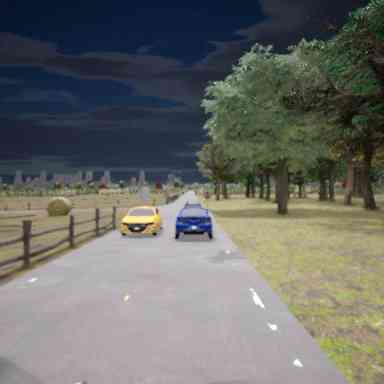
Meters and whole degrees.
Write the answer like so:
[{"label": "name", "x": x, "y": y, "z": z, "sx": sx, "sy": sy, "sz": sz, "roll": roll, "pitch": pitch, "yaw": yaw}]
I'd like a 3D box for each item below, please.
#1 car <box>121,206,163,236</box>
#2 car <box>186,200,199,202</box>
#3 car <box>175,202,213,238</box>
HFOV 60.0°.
[{"label": "car", "x": -2.757, "y": 1.561, "z": 19.087, "sx": 1.882, "sy": 1.535, "sz": 5.008, "roll": 0, "pitch": 0, "yaw": 0}, {"label": "car", "x": 0.089, "y": 1.612, "z": 34.829, "sx": 2.128, "sy": 1.511, "sz": 4.902, "roll": 0, "pitch": 0, "yaw": 0}, {"label": "car", "x": 0.092, "y": 1.550, "z": 18.256, "sx": 1.882, "sy": 1.535, "sz": 5.008, "roll": 0, "pitch": 0, "yaw": 0}]
